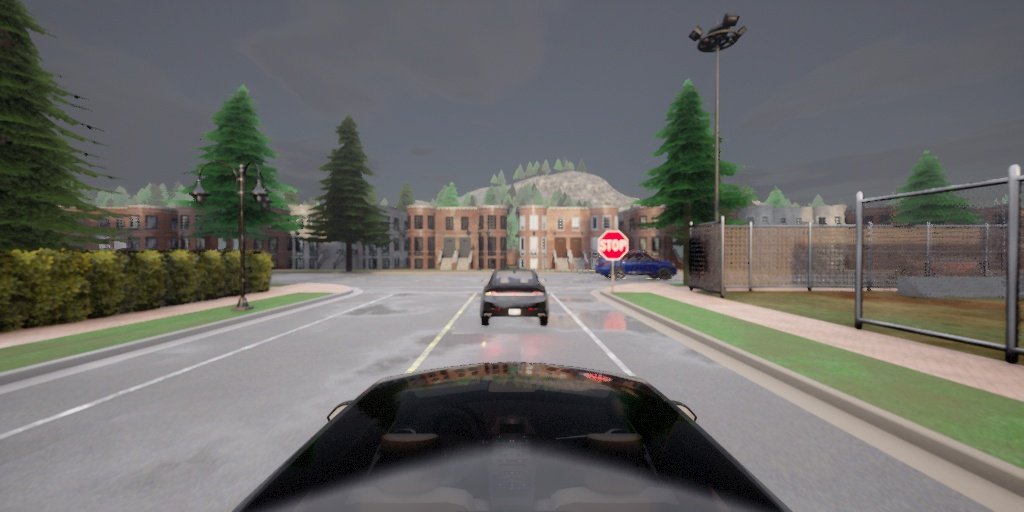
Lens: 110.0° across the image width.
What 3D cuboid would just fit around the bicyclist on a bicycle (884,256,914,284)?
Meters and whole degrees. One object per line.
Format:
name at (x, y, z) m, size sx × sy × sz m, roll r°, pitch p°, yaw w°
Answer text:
bicyclist on a bicycle at (21.733, 0.826, 20.100) m, size 0.582 × 1.620 × 1.656 m, roll 0°, pitch 0°, yaw 0°

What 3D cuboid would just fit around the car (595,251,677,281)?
car at (8.864, 0.679, 25.859) m, size 5.566 × 2.045 × 2.150 m, roll 0°, pitch 0°, yaw 1°

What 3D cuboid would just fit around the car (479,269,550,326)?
car at (0.078, 1.134, 11.156) m, size 2.128 × 1.511 × 4.902 m, roll 0°, pitch 0°, yaw 0°

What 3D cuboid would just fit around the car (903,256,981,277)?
car at (34.793, 0.773, 29.145) m, size 4.553 × 1.767 × 2.097 m, roll 0°, pitch 1°, yaw 0°
